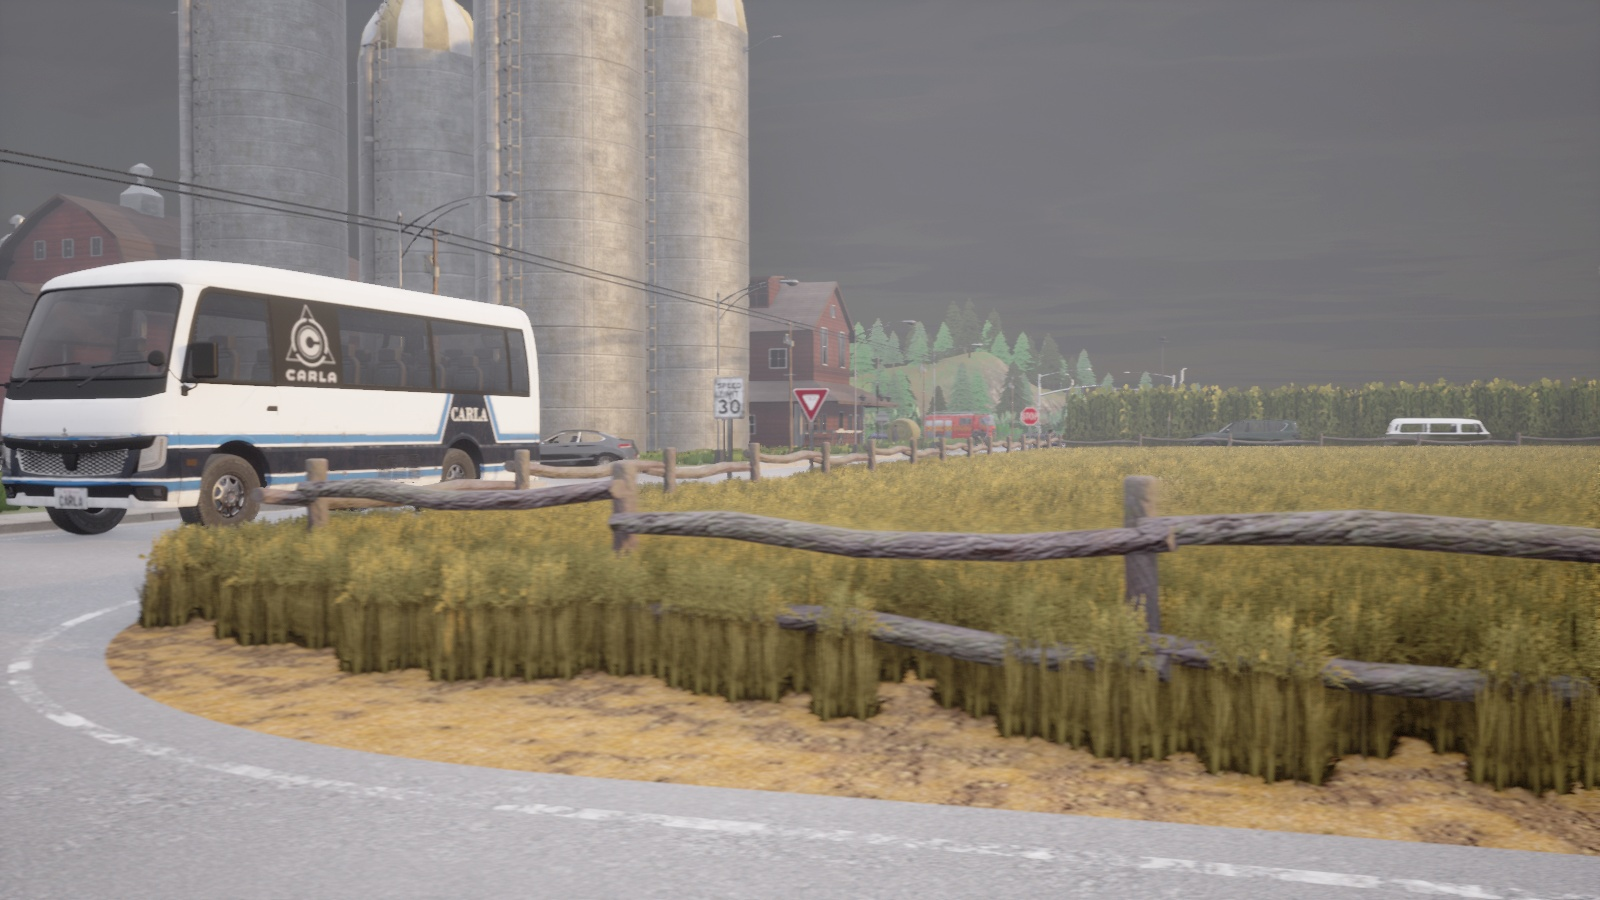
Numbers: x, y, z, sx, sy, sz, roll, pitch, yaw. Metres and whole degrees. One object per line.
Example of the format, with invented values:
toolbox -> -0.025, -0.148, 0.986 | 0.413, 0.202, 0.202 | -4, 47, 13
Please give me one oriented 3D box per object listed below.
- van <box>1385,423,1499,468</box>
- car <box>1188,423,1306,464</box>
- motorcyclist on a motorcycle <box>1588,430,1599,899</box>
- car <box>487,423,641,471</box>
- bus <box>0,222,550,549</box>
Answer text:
van -> 29.691, -0.244, 58.228 | 4.480, 2.038, 2.069 | 0, 1, 19
car -> 22.722, -0.358, 63.956 | 5.566, 2.045, 2.150 | 1, 1, 19
motorcyclist on a motorcycle -> 2.640, 0.755, 2.335 | 1.817, 1.590, 0.866 | 0, 1, 16
car -> -8.281, -0.117, 44.425 | 5.027, 1.651, 2.152 | 0, 1, 1
bus -> -8.792, -0.923, 21.832 | 3.944, 4.253, 10.273 | 1, 1, 20
